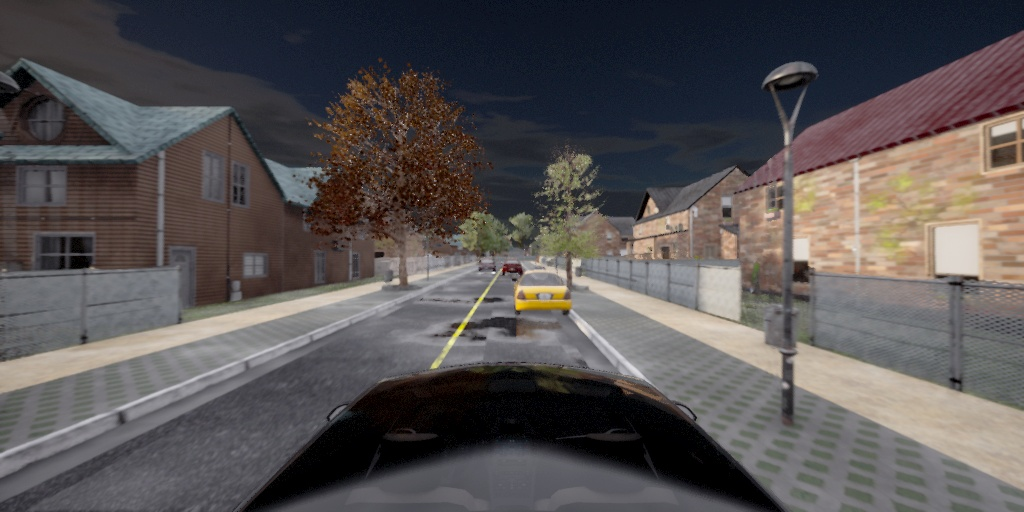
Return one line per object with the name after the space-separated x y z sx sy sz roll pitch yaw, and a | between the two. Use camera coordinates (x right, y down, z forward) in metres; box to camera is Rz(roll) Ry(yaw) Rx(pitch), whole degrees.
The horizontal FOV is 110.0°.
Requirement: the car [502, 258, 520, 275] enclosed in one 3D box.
0.029 1.045 35.377 1.882 1.535 5.008 0 0 1 | car

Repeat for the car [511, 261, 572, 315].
0.961 1.142 13.089 1.801 1.575 5.366 0 0 0 | car

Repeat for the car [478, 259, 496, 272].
-2.841 1.061 41.633 1.812 1.442 4.674 0 0 0 | car
